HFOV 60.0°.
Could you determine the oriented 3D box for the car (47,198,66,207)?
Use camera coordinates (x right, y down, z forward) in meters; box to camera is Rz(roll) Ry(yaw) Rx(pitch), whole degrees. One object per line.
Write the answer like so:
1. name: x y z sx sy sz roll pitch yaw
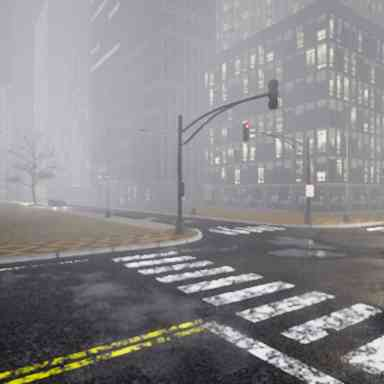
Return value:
1. car: -21.996 1.677 54.017 1.895 1.301 4.718 0 0 -35
